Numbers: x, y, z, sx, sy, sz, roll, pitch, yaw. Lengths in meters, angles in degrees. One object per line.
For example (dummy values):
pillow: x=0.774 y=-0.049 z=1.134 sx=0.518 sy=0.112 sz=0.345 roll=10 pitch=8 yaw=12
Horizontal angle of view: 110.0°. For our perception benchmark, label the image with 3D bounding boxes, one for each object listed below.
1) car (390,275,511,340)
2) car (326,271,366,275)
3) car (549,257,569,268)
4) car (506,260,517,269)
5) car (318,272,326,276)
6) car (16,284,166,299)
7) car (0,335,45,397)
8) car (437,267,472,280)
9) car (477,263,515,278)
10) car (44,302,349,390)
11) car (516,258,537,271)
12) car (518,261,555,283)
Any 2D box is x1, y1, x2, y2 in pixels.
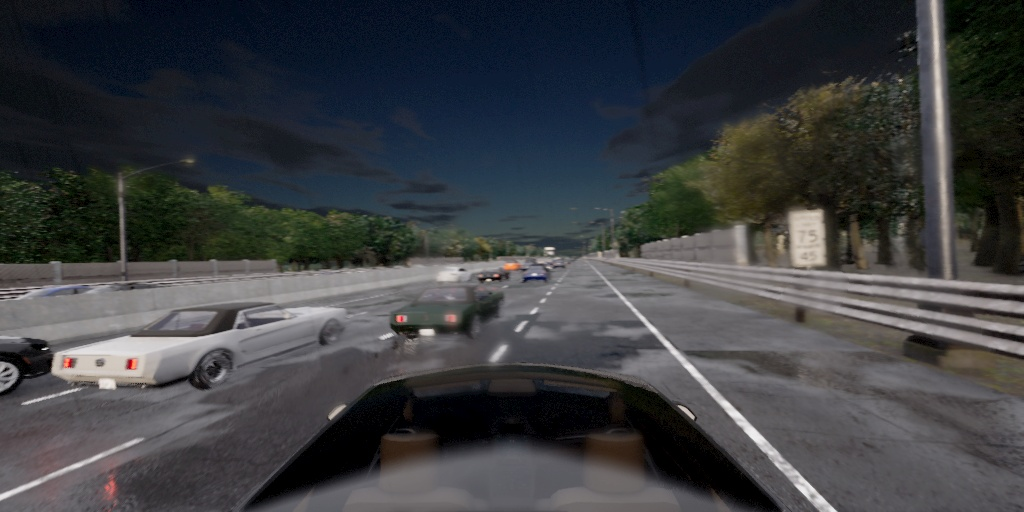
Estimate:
car: x=-1.521 y=1.457 z=10.412 sx=1.895 sy=1.301 sz=4.718 roll=-2 pitch=0 yaw=11
car: x=-14.862 y=2.140 z=33.908 sx=1.895 sy=1.301 sz=4.718 roll=-2 pitch=0 yaw=11
car: x=7.779 y=1.312 z=58.451 sx=2.033 sy=1.411 sz=5.357 roll=-2 pitch=-1 yaw=11
car: x=0.136 y=1.411 z=55.804 sx=2.097 sy=1.767 sz=4.553 roll=-2 pitch=0 yaw=11
car: x=-18.087 y=2.249 z=35.612 sx=1.994 sy=1.385 sz=4.181 roll=-2 pitch=0 yaw=11
car: x=-18.258 y=2.100 z=16.470 sx=1.837 sy=1.490 sz=4.892 roll=-2 pitch=0 yaw=11
car: x=-9.761 y=1.684 z=4.665 sx=1.837 sy=1.490 sz=4.892 roll=-2 pitch=0 yaw=11
car: x=-4.804 y=1.620 z=30.271 sx=1.812 sy=1.442 sz=4.674 roll=-2 pitch=0 yaw=11
car: x=-1.364 y=1.546 z=29.620 sx=1.895 sy=1.301 sz=4.718 roll=-2 pitch=0 yaw=11
car: x=-5.638 y=1.618 z=7.546 sx=1.895 sy=1.301 sz=4.718 roll=-2 pitch=0 yaw=11
car: x=2.445 y=1.459 z=49.301 sx=2.033 sy=1.411 sz=5.357 roll=-2 pitch=0 yaw=11
car: x=2.063 y=1.361 z=28.933 sx=1.994 sy=1.385 sz=4.181 roll=-2 pitch=0 yaw=11
